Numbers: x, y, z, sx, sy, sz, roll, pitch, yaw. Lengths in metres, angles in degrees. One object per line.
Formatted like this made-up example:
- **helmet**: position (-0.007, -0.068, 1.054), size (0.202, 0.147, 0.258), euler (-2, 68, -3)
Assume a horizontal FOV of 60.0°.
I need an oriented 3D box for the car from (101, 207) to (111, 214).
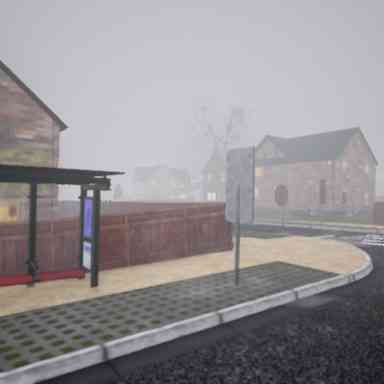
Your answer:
- **car**: position (-10.893, 1.786, 39.720), size (2.128, 1.511, 4.902), euler (2, -2, -30)
